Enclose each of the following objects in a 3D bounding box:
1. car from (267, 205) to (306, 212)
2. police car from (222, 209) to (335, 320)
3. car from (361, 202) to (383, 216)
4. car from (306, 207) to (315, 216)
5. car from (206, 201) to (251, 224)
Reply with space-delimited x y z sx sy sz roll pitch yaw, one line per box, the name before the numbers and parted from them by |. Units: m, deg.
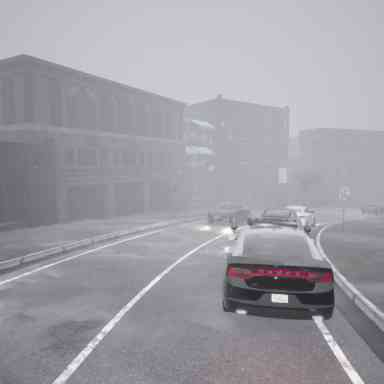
car | 4.437 1.543 16.613 1.837 1.490 4.892 2 0 22
police car | 1.817 1.432 7.637 1.930 1.638 5.238 1 0 10
car | 22.140 1.991 39.579 4.902 1.511 2.128 2 3 -33
car | 6.860 1.607 21.756 1.812 1.442 4.674 2 1 29
car | 2.694 1.418 23.361 1.837 1.490 4.892 2 1 29
